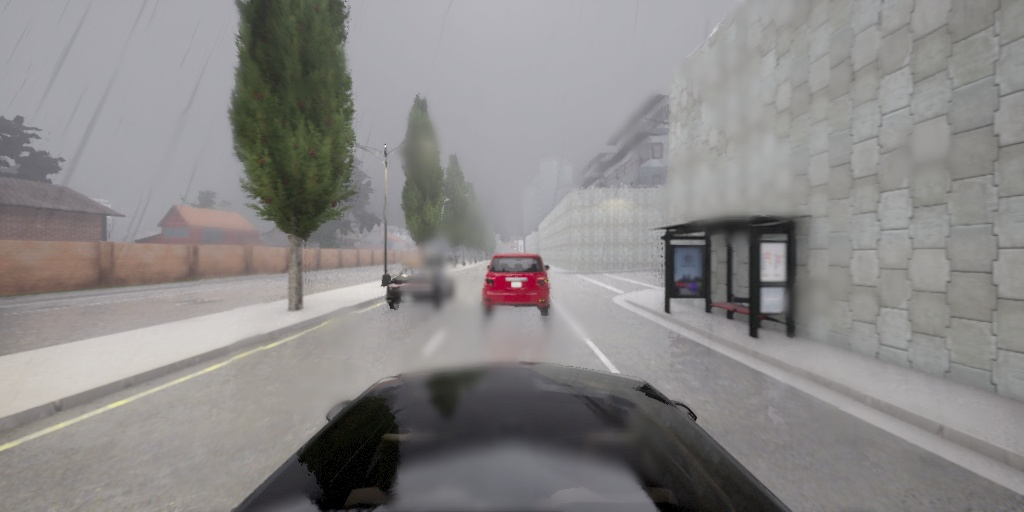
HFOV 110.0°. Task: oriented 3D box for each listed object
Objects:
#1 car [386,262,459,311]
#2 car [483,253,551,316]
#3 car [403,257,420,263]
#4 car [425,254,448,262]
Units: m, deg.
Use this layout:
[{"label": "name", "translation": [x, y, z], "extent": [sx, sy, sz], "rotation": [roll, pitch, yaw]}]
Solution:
[{"label": "car", "translation": [-3.404, 1.177, 14.151], "extent": [2.128, 1.511, 4.902], "rotation": [0, 0, 0]}, {"label": "car", "translation": [0.233, 0.912, 13.182], "extent": [2.150, 2.045, 5.566], "rotation": [0, 0, 2]}, {"label": "car", "translation": [-15.042, 0.954, 54.310], "extent": [1.882, 1.535, 5.008], "rotation": [0, 0, 0]}, {"label": "car", "translation": [-11.553, 0.700, 53.419], "extent": [2.150, 2.045, 5.566], "rotation": [0, 0, 0]}]
